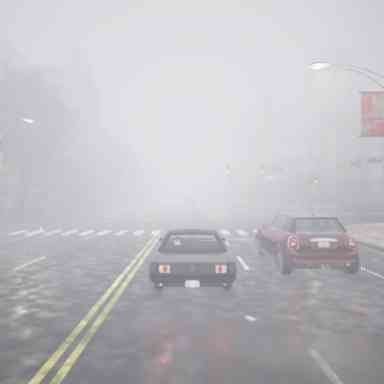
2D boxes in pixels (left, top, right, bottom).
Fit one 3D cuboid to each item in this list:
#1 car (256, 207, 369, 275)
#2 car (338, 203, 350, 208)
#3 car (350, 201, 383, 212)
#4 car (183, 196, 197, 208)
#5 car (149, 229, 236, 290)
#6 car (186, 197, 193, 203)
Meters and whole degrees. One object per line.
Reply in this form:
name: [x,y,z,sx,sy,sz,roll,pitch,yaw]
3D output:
car: [3.504,1.442,10.981,2.097,1.767,4.553,0,-1,0]
car: [22.715,1.917,45.097,5.357,1.411,2.033,0,0,0]
car: [22.634,1.905,41.597,4.181,1.385,1.994,0,0,0]
car: [-0.379,1.703,58.787,2.150,2.045,5.566,0,0,0]
car: [0.012,1.678,9.281,1.895,1.301,4.718,0,0,0]
car: [-0.748,2.252,91.845,1.837,1.490,4.892,0,0,0]
